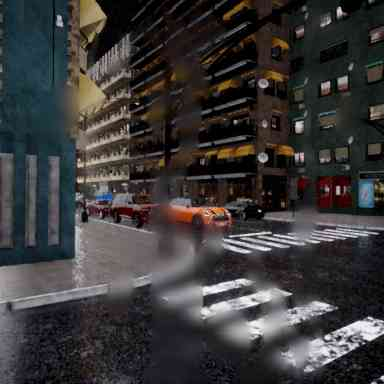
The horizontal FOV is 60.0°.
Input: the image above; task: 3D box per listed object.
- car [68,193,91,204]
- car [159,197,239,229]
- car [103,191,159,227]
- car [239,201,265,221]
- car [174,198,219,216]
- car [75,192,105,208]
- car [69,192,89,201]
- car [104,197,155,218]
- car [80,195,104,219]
[{"bbox_3d":[-16.378,0.891,48.302,1.994,1.385,4.181,1,0,-36],"label":"car"},{"bbox_3d":[0.277,1.127,19.885,2.097,1.767,4.553,1,0,-37],"label":"car"},{"bbox_3d":[-3.235,1.034,20.302,2.192,1.841,5.009,2,0,-36],"label":"car"},{"bbox_3d":[3.569,1.354,25.183,1.947,1.339,4.313,2,0,-36],"label":"car"},{"bbox_3d":[0.303,1.289,29.696,1.802,1.307,4.206,2,0,-36],"label":"car"},{"bbox_3d":[-11.202,1.018,35.712,1.812,1.442,4.674,1,1,-36],"label":"car"},{"bbox_3d":[-19.293,0.770,56.770,1.887,1.381,4.507,2,0,-36],"label":"car"},{"bbox_3d":[-5.321,1.185,27.576,2.033,1.411,5.357,1,0,-36],"label":"car"},{"bbox_3d":[-6.507,1.183,24.814,1.887,1.381,4.507,2,0,-36],"label":"car"}]
